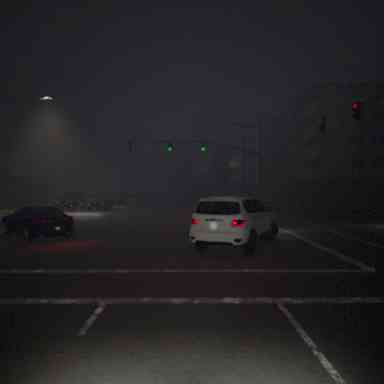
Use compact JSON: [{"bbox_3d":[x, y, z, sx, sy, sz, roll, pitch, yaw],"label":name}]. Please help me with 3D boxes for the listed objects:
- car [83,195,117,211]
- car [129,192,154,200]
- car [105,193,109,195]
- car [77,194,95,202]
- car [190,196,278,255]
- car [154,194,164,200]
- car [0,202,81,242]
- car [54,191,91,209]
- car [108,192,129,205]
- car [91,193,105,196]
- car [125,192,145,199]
[{"bbox_3d":[-9.956,1.348,36.475,1.895,1.301,4.718,0,1,0],"label":"car"},{"bbox_3d":[-10.390,0.968,67.769,2.033,1.411,5.357,0,1,-32],"label":"car"},{"bbox_3d":[-16.446,0.986,64.245,1.812,1.442,4.674,0,1,-32],"label":"car"},{"bbox_3d":[-20.354,1.136,63.834,1.895,1.301,4.718,0,1,-35],"label":"car"},{"bbox_3d":[1.870,1.166,13.512,2.150,2.045,5.566,0,0,25],"label":"car"},{"bbox_3d":[-7.753,0.993,70.135,1.895,1.301,4.718,0,1,-32],"label":"car"},{"bbox_3d":[-7.547,1.402,16.051,5.008,1.535,1.882,0,-1,44],"label":"car"},{"bbox_3d":[-13.452,0.966,36.964,2.150,2.045,5.566,0,1,-1],"label":"car"},{"bbox_3d":[-10.586,1.174,48.141,2.033,1.411,5.357,0,1,-9],"label":"car"},{"bbox_3d":[-14.295,1.148,48.828,1.812,1.442,4.674,0,1,-12],"label":"car"},{"bbox_3d":[-13.191,0.702,77.262,2.128,1.511,4.902,-1,1,-45],"label":"car"}]
